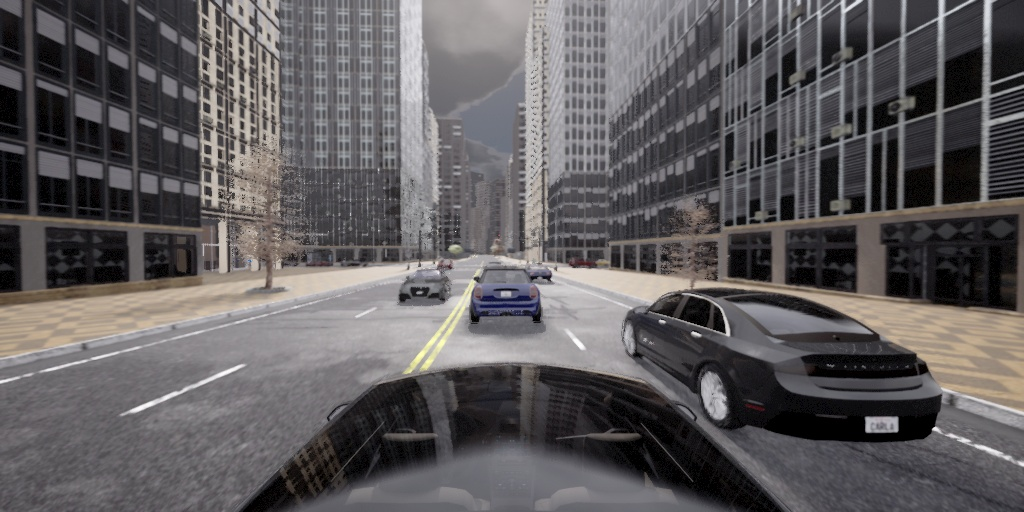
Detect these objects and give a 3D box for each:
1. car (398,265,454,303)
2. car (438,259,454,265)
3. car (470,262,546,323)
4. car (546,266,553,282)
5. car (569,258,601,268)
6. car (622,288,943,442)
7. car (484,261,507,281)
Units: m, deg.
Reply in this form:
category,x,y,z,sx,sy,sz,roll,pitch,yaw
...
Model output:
category,x,y,z,sx,sy,sz,roll,pitch,yaw
car,-3.939,1.325,16.829,1.994,1.385,4.181,0,0,-4
car,-9.666,1.234,52.635,1.882,1.535,5.008,0,0,-4
car,-0.263,1.103,12.325,2.097,1.767,4.553,0,0,-3
car,1.936,1.341,28.803,1.895,1.301,4.718,0,0,-4
car,12.373,1.216,62.628,5.009,1.841,2.192,0,0,-3
car,3.235,1.248,5.599,1.837,1.490,4.892,0,0,-1
car,-1.474,1.253,30.867,1.837,1.490,4.892,0,0,-4
